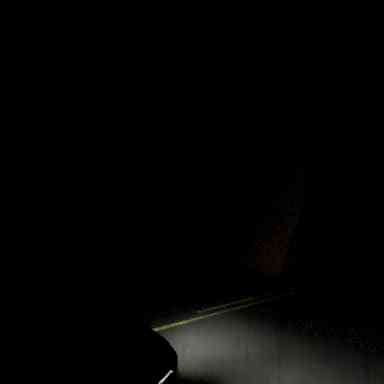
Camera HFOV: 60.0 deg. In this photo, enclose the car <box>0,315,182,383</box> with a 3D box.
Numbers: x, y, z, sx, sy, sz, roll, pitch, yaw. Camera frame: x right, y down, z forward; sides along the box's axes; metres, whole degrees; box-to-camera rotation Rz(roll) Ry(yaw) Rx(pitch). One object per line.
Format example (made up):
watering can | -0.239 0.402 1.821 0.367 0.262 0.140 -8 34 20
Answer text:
car | -2.224 1.521 2.161 4.674 1.442 1.812 0 0 -35
